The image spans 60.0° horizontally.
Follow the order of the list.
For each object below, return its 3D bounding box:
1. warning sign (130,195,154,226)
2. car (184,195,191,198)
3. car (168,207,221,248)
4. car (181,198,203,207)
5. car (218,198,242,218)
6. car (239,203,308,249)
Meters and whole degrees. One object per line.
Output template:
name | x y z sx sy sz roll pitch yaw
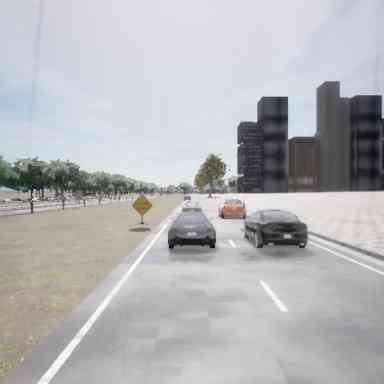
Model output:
warning sign | -3.045 1.107 20.425 1.300 1.860 1.060 0 0 0
car | -1.224 1.517 90.433 1.812 1.442 4.674 0 0 0
car | 0.001 1.568 14.650 1.994 1.385 4.181 0 0 0
car | 0.000 1.553 29.650 2.033 1.411 5.357 0 0 0
car | 3.501 1.355 29.620 2.097 1.767 4.553 0 0 0
car | 3.501 1.481 14.650 1.882 1.535 5.008 0 0 0
